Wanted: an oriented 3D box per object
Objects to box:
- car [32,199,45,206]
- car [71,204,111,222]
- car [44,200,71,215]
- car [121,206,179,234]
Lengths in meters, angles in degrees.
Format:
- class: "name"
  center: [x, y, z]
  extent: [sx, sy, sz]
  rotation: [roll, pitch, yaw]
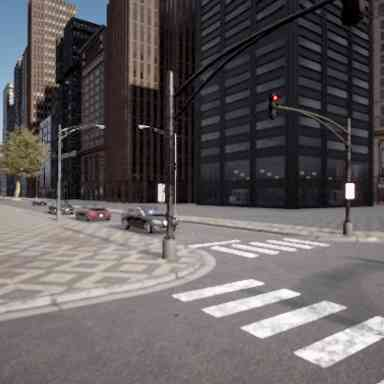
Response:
- class: "car"
  center: [-27.546, 1.865, 60.222]
  extent: [1.895, 1.301, 4.718]
  rotation: [0, 0, -36]
- class: "car"
  center: [-8.396, 1.704, 28.153]
  extent: [1.994, 1.385, 4.181]
  rotation: [0, 0, -35]
- class: "car"
  center: [-14.416, 1.670, 36.529]
  extent: [1.837, 1.490, 4.892]
  rotation: [0, 0, -36]
- class: "car"
  center: [-2.646, 1.609, 20.153]
  extent: [2.128, 1.511, 4.902]
  rotation: [0, 0, -36]
